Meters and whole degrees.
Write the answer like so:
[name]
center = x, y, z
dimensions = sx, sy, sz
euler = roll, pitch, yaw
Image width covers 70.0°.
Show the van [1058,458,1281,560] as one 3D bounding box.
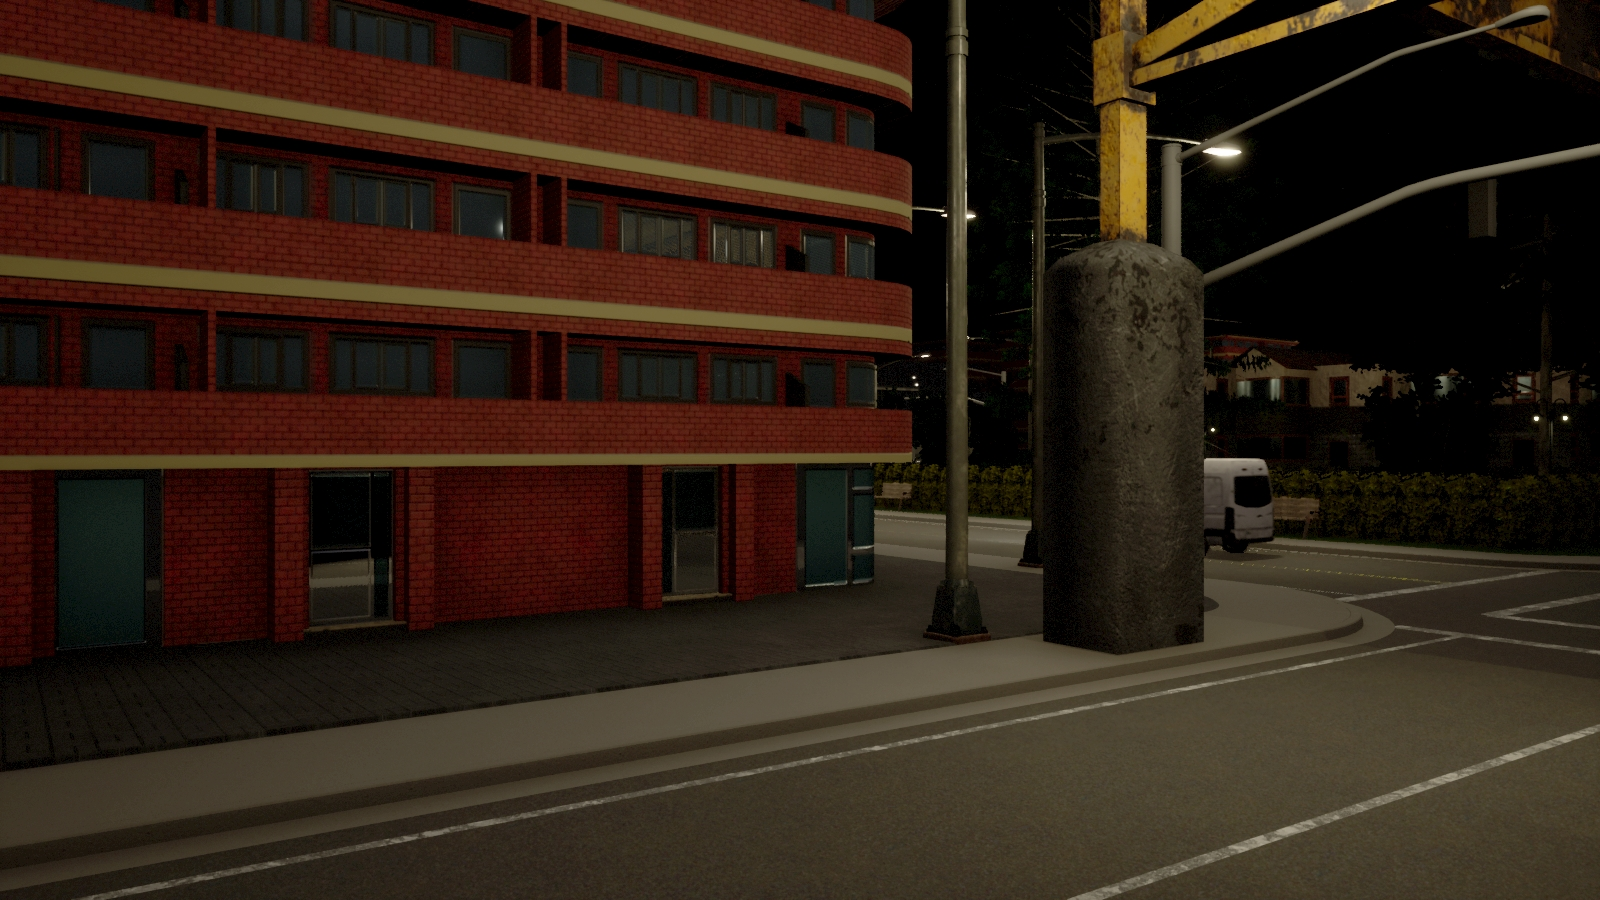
[van]
center = 10.105, 1.521, 31.841
dimensions = 1.988, 2.561, 5.915
euler = 0, 0, -34
